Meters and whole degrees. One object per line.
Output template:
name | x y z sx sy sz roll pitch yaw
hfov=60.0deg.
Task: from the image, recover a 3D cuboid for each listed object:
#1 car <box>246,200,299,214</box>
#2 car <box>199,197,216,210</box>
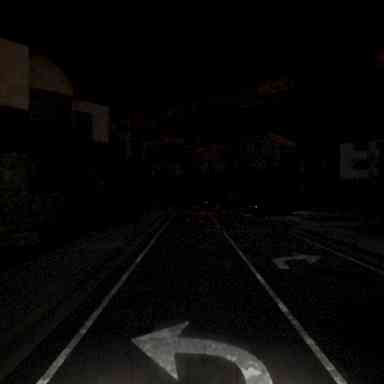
car | 8.216 1.476 33.910 5.357 1.411 2.033 0 0 -21
car | 1.963 1.405 41.090 2.128 1.511 4.902 0 0 2
